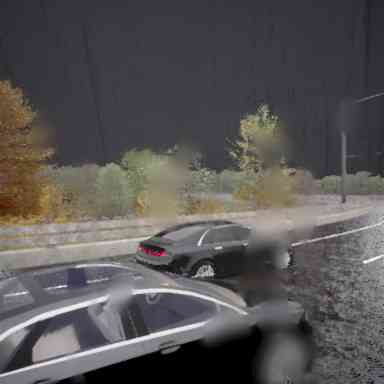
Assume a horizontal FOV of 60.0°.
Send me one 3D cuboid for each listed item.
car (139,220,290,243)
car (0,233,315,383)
[{"bbox_3d":[0.822,1.527,9.023,4.892,1.490,1.837,0,0,-38],"label":"car"},{"bbox_3d":[-0.723,1.508,3.394,4.902,1.511,2.128,0,0,-36],"label":"car"}]
